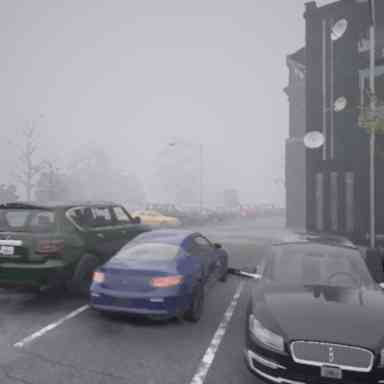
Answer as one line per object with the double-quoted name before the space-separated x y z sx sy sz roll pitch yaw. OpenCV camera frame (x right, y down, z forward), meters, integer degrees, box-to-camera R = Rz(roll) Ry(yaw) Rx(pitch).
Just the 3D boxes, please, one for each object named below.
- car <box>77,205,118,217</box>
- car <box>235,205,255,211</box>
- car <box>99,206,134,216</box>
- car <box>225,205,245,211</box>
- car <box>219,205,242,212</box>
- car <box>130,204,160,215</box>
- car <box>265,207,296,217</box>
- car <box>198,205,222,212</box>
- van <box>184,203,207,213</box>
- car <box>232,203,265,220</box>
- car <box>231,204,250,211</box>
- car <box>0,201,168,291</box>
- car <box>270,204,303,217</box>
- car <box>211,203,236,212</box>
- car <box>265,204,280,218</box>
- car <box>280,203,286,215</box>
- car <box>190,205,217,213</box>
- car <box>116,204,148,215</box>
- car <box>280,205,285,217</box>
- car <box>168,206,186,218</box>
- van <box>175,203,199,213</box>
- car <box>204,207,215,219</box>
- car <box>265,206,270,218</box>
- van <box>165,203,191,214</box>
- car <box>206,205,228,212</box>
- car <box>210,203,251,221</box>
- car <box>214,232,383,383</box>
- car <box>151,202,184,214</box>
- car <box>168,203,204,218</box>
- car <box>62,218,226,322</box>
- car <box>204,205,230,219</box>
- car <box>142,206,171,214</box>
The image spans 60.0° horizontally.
"car" -13.599 2.711 47.852 5.366 1.575 1.946 0 -2 15
"car" 14.048 4.185 87.661 5.008 1.535 2.097 0 -2 14
"car" -11.457 2.846 50.593 4.792 1.488 2.163 0 -2 15
"car" 10.732 4.005 82.744 4.892 1.521 2.231 0 -2 14
"car" 9.236 3.910 80.254 5.366 1.575 1.946 0 -2 14
"car" -7.828 2.884 55.818 4.553 1.767 2.185 0 -2 15
"car" 15.076 3.372 56.993 5.008 1.535 2.097 1 -1 15
"car" 3.963 3.672 72.955 4.792 1.488 2.163 0 -2 15
"van" 0.722 3.236 68.042 4.442 1.987 1.878 0 -2 15
"car" 6.491 2.666 44.655 5.566 2.045 2.435 1 -1 15
"car" 12.420 3.969 85.200 4.553 1.767 2.185 0 -2 14
"car" -2.831 1.254 8.992 2.435 2.045 5.566 0 -1 16
"car" 16.818 3.212 59.466 5.566 2.045 2.435 1 -1 15
"car" 7.346 3.572 77.859 5.566 2.045 2.435 0 -2 15
"car" 9.918 2.847 49.594 5.566 2.045 2.435 1 -1 15
"car" 13.398 3.030 54.530 5.566 2.045 2.435 1 -1 15
"car" 2.482 3.548 70.460 5.366 1.575 1.946 0 -2 15
"car" -9.582 2.794 53.396 4.553 1.767 2.185 0 -2 15
"car" 11.621 3.219 52.061 4.792 1.488 2.163 1 -1 15
"car" -3.660 2.346 29.773 5.366 1.575 1.946 1 -2 15
"van" -0.970 3.145 65.592 4.442 1.987 1.878 0 -2 15
"car" -0.383 2.591 34.766 4.674 1.452 2.002 1 -1 15
"car" 8.198 3.037 47.122 4.792 1.488 2.163 1 -1 15
"van" -2.662 3.055 63.144 4.442 1.987 1.878 0 -2 15
"car" 5.713 3.762 75.395 4.792 1.488 2.163 0 -2 15
"car" 4.771 2.701 42.199 4.553 1.767 2.185 1 -1 15
"car" 1.989 1.492 5.529 2.231 1.521 4.892 0 -1 16
"car" -4.498 2.939 60.731 5.566 2.045 2.435 0 -2 15
"car" -2.075 2.201 32.301 5.566 2.045 2.435 1 -1 15
"car" -0.423 1.538 7.242 2.002 1.452 4.674 0 -1 15
"car" 1.353 2.645 37.244 5.008 1.535 2.097 1 -1 15
"car" -6.165 3.140 58.274 4.674 1.452 2.002 0 -2 15
